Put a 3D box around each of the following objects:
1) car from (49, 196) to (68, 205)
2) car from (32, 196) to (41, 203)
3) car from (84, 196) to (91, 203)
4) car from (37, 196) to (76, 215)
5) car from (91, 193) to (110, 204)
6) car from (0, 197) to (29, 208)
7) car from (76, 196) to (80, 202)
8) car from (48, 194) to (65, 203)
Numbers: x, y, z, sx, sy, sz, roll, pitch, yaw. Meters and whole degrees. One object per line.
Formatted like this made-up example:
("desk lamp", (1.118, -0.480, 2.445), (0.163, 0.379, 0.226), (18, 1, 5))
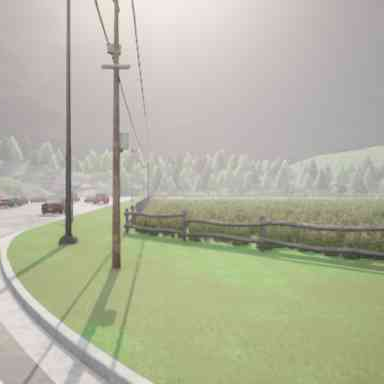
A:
("car", (-23.538, 1.507, 58.619), (1.837, 1.490, 4.892), (0, 0, -6))
("car", (-31.677, 1.555, 68.625), (1.994, 1.385, 4.181), (0, 0, -6))
("car", (-21.252, 1.555, 69.910), (1.994, 1.385, 4.181), (0, 0, -6))
("car", (-13.672, 1.479, 33.851), (1.882, 1.535, 5.008), (0, 0, -6))
("car", (-16.773, 1.225, 62.052), (2.150, 2.045, 5.566), (0, 0, -6))
("car", (-25.774, 1.506, 47.820), (1.837, 1.490, 4.892), (0, 0, -6))
("car", (-24.674, 1.375, 68.976), (2.033, 1.411, 5.357), (0, 0, -6))
("car", (-28.213, 1.358, 69.241), (2.097, 1.767, 4.553), (0, 0, -6))
